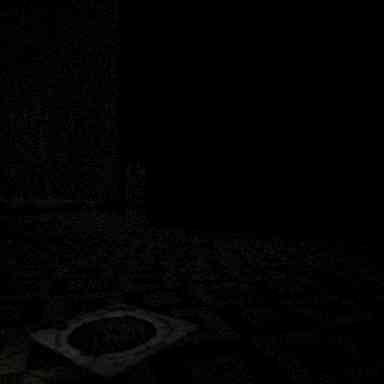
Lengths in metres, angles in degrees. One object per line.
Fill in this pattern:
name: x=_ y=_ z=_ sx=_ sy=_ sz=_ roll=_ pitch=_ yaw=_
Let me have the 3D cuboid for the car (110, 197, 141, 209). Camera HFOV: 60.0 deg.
car: x=-10.333 y=1.690 z=52.155 sx=2.097 sy=1.767 sz=4.553 roll=1 pitch=-1 yaw=36

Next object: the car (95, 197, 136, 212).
car: x=-10.076 y=1.568 z=42.501 sx=2.192 sy=1.841 sz=5.009 roll=-1 pitch=-1 yaw=36

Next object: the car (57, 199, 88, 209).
car: x=-17.007 y=1.735 z=47.460 sx=1.887 sy=1.381 sz=4.507 roll=-1 pitch=-1 yaw=36

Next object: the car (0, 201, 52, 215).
car: x=-16.540 y=1.600 z=33.452 sx=1.752 sy=1.417 sz=4.829 roll=-1 pitch=-1 yaw=36

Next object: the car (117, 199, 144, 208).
car: x=-10.445 y=1.929 z=56.642 sx=2.008 sy=1.369 sz=4.403 roll=-1 pitch=-1 yaw=36

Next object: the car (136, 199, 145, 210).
car: x=-6.795 y=1.891 z=47.088 sx=1.887 sy=1.381 sz=4.507 roll=-1 pitch=-1 yaw=36
